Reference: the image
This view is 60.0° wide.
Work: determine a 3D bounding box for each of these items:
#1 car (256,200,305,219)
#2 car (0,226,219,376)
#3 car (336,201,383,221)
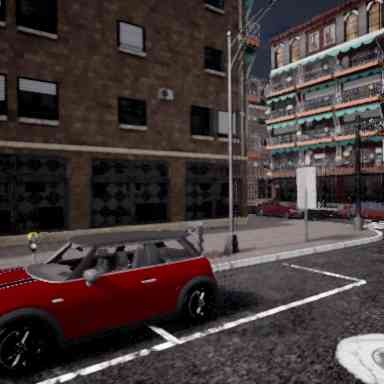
[{"bbox_3d":[6.883,1.327,26.272,1.802,1.307,4.206,0,1,-35],"label":"car"},{"bbox_3d":[-1.587,1.427,5.489,4.097,1.590,1.967,-1,0,-36],"label":"car"},{"bbox_3d":[12.696,1.328,22.719,2.033,1.411,5.357,-1,1,-35],"label":"car"}]
